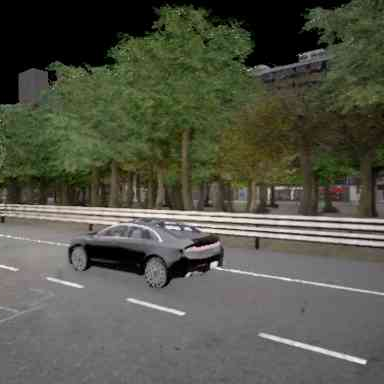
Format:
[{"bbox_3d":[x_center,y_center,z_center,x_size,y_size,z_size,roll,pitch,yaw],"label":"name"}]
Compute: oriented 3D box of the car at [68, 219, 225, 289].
[{"bbox_3d":[-1.458,1.507,9.213,4.902,1.511,2.128,0,0,36],"label":"car"}]
